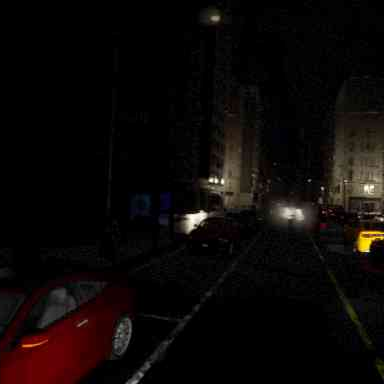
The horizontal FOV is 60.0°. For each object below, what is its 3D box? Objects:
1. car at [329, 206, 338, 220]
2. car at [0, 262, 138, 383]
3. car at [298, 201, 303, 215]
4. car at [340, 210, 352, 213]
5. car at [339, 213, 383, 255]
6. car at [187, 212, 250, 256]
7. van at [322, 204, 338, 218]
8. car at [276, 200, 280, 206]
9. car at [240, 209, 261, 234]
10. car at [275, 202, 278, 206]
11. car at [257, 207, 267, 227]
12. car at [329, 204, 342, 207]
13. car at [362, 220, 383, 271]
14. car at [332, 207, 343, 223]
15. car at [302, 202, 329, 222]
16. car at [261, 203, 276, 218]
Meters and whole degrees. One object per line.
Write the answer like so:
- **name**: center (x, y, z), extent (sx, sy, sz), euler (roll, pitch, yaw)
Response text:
- **car**: center (17.068, 2.714, 38.270), extent (1.947, 1.339, 4.313), euler (3, -1, 16)
- **car**: center (-2.002, 1.525, 3.571), extent (1.802, 1.307, 4.206), euler (3, -1, 16)
- **car**: center (17.462, 2.626, 49.715), extent (2.097, 1.767, 4.553), euler (2, -1, 16)
- **car**: center (13.957, 2.456, 27.674), extent (2.008, 1.369, 4.403), euler (3, -1, 16)
- **car**: center (8.354, 2.010, 15.529), extent (1.882, 1.535, 5.008), euler (2, -1, 16)
- **car**: center (1.113, 1.731, 14.171), extent (1.887, 1.381, 4.507), euler (3, -1, 16)
- **van**: center (20.191, 2.733, 48.870), extent (1.690, 1.788, 3.998), euler (3, -1, 16)
- **car**: center (12.013, 2.478, 51.272), extent (1.967, 1.590, 4.097), euler (3, -1, 16)
- **car**: center (2.668, 1.874, 19.471), extent (1.947, 1.339, 4.313), euler (3, -1, 16)
- **car**: center (10.451, 2.482, 45.971), extent (1.947, 1.339, 4.313), euler (3, -1, 16)
- **car**: center (4.225, 1.995, 24.771), extent (1.947, 1.339, 4.313), euler (3, -1, 16)
- **car**: center (18.636, 2.585, 43.571), extent (2.192, 1.841, 5.009), euler (3, -1, 16)
- **car**: center (6.664, 1.878, 9.773), extent (1.882, 1.535, 5.008), euler (2, -1, 16)
- **car**: center (15.513, 2.577, 32.972), extent (2.008, 1.369, 4.403), euler (3, -1, 16)
- **car**: center (14.171, 2.368, 38.405), extent (2.097, 1.767, 4.553), euler (2, -1, 17)
- **car**: center (8.894, 2.377, 40.671), extent (1.802, 1.307, 4.206), euler (3, -1, 16)
